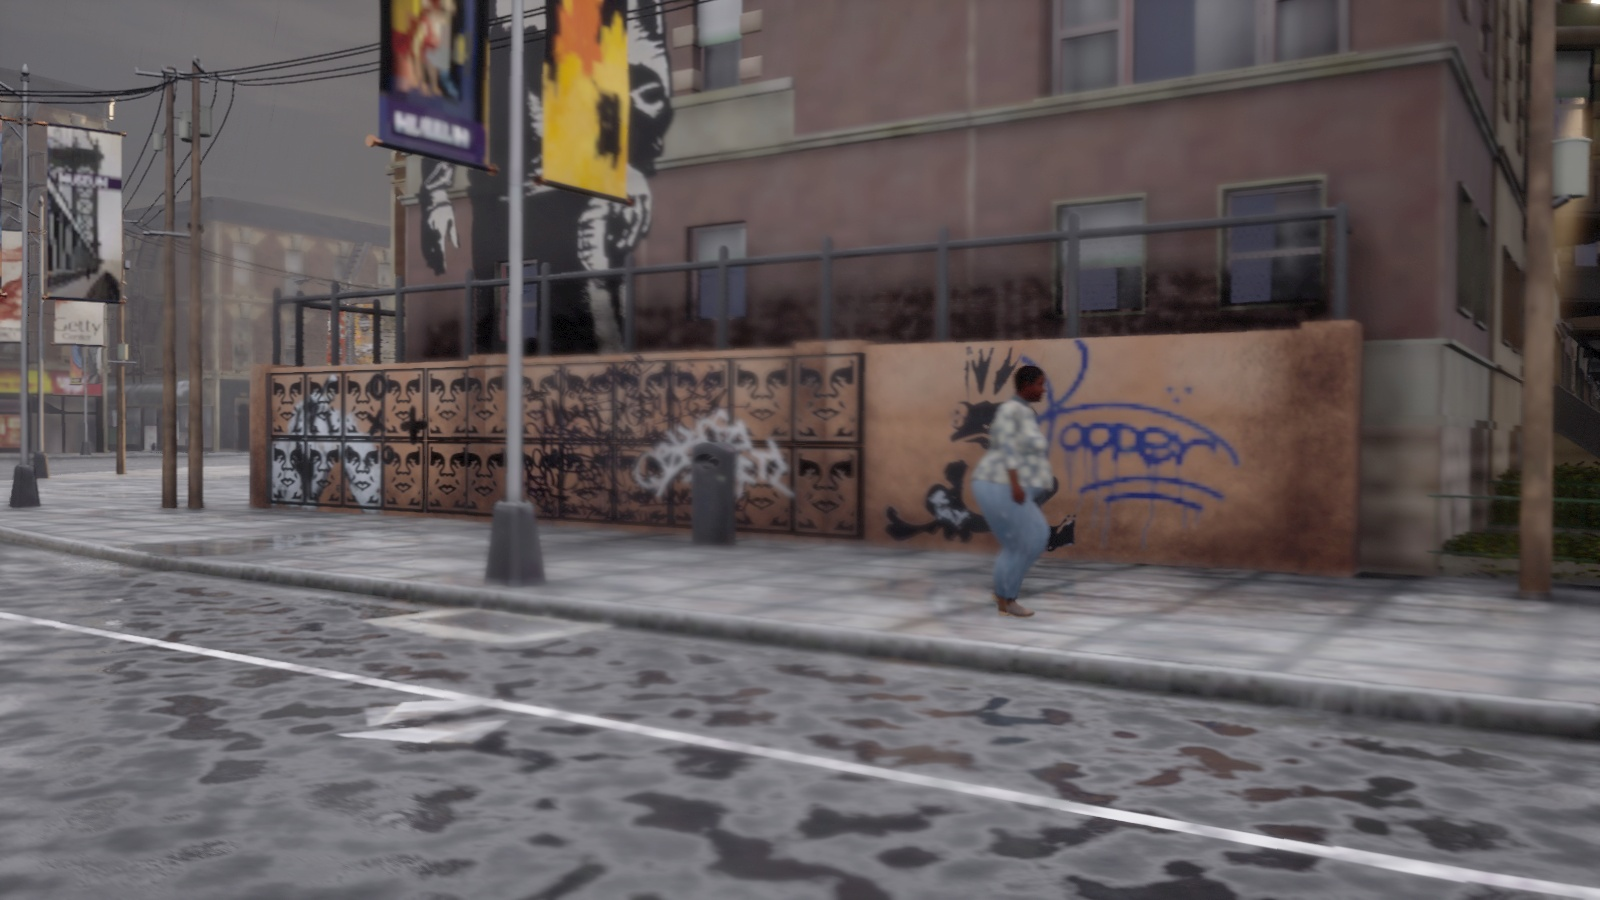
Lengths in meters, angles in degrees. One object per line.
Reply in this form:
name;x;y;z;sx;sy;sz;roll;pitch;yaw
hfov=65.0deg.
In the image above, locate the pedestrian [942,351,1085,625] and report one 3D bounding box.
pedestrian;1.554;0.257;9.034;0.900;1.855;0.874;0;1;16
